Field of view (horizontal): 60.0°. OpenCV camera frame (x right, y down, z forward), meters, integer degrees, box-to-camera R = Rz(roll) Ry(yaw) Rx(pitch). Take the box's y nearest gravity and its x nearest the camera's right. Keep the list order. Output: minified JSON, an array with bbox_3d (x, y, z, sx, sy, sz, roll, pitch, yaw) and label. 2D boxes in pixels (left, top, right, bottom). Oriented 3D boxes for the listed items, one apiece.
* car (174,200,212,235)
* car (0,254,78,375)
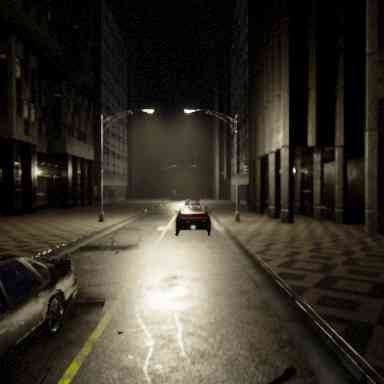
[{"bbox_3d":[0.060,1.455,18.382,2.128,1.511,4.902,0,0,0],"label":"car"},{"bbox_3d":[-3.007,1.548,3.862,2.033,1.411,5.357,0,0,0],"label":"car"}]
